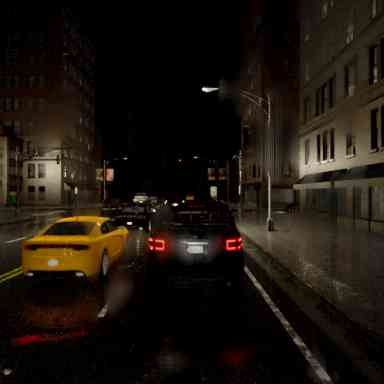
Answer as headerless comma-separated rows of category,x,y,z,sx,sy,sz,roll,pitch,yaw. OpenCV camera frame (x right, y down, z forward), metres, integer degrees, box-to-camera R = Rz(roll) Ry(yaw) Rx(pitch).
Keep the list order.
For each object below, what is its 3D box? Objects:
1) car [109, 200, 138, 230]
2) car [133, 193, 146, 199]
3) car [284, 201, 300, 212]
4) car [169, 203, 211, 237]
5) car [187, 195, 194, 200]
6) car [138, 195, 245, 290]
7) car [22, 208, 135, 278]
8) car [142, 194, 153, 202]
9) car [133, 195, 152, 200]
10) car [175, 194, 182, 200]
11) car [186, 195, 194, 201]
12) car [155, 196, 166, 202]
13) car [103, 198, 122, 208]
car,-3.258,1.477,19.784,1.882,1.535,5.008,0,0,0
car,-10.140,1.212,65.882,2.150,2.045,5.566,0,0,0
car,12.569,1.600,37.742,4.181,1.385,1.994,0,0,0
car,-0.103,1.491,19.077,2.128,1.511,4.902,0,0,0
car,-0.510,1.442,91.484,1.895,1.301,4.718,0,0,0
car,0.051,1.221,9.210,2.150,2.045,5.566,0,0,0
car,-3.205,1.478,10.124,1.882,1.535,5.008,0,0,0
car,-10.176,1.339,76.492,2.097,1.767,4.553,0,0,0
car,-6.671,1.559,46.266,1.994,1.385,4.181,0,0,-5
car,-3.760,1.347,91.436,1.837,1.490,4.892,0,0,0
car,-0.451,1.457,81.034,1.882,1.535,5.008,0,0,0
car,-6.915,1.524,74.381,2.033,1.411,5.357,0,0,0
car,-10.436,1.561,44.902,1.994,1.385,4.181,0,0,6
